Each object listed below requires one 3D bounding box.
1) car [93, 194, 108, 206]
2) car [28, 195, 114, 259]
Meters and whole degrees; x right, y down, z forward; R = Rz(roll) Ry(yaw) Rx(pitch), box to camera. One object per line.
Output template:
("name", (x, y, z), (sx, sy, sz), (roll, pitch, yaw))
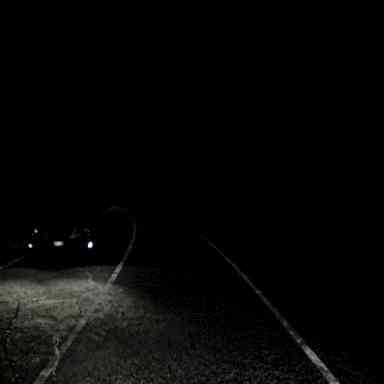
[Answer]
("car", (-14.694, 1.312, 53.286), (2.097, 1.767, 4.553), (2, 0, -19))
("car", (-4.407, 1.236, 13.004), (2.150, 2.045, 5.566), (0, 0, -6))
